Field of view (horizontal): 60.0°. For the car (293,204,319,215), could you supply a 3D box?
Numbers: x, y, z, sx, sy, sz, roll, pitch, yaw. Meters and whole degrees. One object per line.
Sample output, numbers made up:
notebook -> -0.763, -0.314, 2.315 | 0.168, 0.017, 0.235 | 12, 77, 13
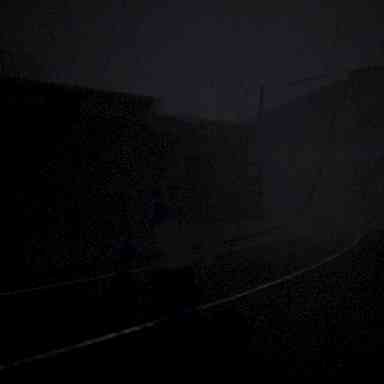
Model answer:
car -> 14.797, 2.258, 43.327 | 1.994, 1.385, 4.181 | 1, -2, -8
